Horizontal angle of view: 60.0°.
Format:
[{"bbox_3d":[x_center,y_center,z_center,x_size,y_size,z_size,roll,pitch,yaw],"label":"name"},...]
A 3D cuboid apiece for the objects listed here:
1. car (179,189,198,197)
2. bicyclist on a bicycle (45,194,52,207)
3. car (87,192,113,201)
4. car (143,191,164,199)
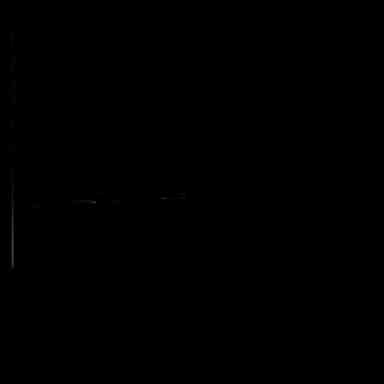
[{"bbox_3d":[-0.693,0.203,70.108,2.128,1.511,4.902,1,2,35],"label":"car"},{"bbox_3d":[-17.246,1.049,39.913,1.656,1.620,0.582,-1,1,35],"label":"bicyclist on a bicycle"},{"bbox_3d":[-15.309,0.675,55.716,1.812,1.442,4.674,1,2,36],"label":"car"},{"bbox_3d":[-7.087,0.581,61.039,1.994,1.385,4.181,1,2,36],"label":"car"}]
